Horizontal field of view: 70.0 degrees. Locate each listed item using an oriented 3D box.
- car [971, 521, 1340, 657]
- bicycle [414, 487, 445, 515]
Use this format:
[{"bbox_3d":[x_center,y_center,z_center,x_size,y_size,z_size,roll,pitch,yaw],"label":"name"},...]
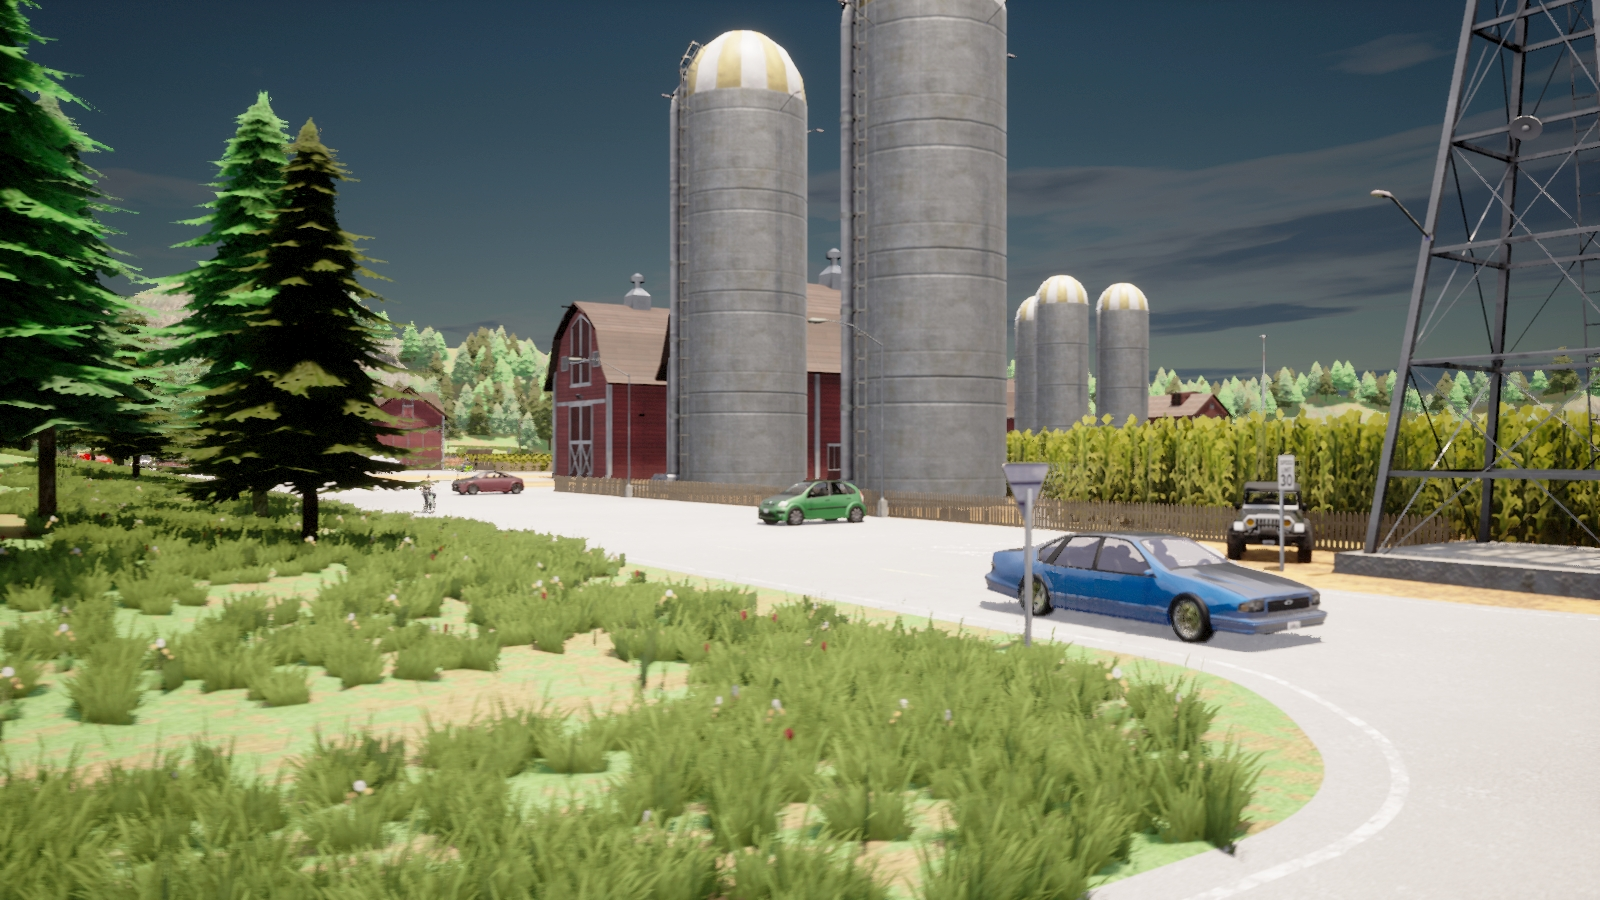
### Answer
[{"bbox_3d":[5.191,1.970,17.574,2.033,1.411,5.357,0,0,-33],"label":"car"},{"bbox_3d":[-15.531,2.120,47.862,0.859,1.080,1.487,0,0,-34],"label":"bicycle"}]
